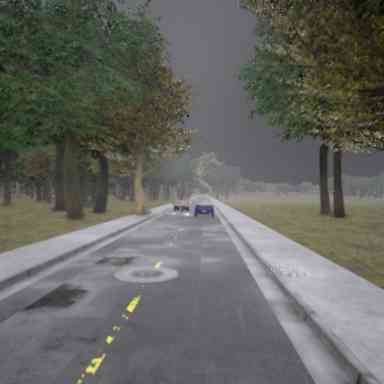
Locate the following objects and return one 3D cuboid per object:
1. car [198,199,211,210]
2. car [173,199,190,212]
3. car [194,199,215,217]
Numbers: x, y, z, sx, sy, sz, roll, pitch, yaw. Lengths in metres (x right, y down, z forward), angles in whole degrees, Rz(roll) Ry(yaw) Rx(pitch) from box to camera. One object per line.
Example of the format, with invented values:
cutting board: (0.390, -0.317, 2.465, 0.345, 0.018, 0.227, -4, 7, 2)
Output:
car: (1.805, 1.720, 48.496, 1.812, 1.442, 4.674, 1, 0, 3)
car: (-1.273, 1.616, 41.333, 1.882, 1.535, 5.008, 1, 0, 2)
car: (1.241, 1.604, 33.275, 1.882, 1.535, 5.008, 1, 0, 2)
